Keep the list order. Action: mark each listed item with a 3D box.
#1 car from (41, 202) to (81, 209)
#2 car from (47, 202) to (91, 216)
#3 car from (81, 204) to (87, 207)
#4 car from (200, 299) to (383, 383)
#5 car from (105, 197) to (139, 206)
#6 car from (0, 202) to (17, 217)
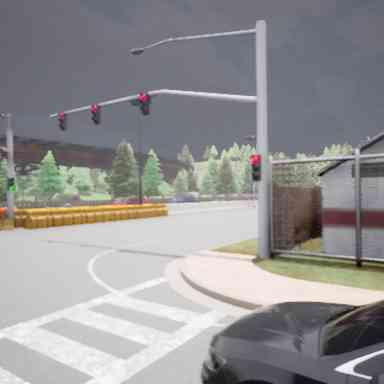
[{"bbox_3d":[-12.299,1.900,29.079,1.994,1.385,4.181,-1,0,33],"label":"car"},{"bbox_3d":[-14.259,1.951,38.736,1.812,1.442,4.674,-1,0,34],"label":"car"},{"bbox_3d":[-13.322,1.982,33.857,1.895,1.301,4.718,-1,-1,34],"label":"car"},{"bbox_3d":[2.315,1.499,2.387,4.892,1.490,1.837,0,0,36],"label":"car"},{"bbox_3d":[-7.165,1.560,36.791,2.150,2.045,5.566,-1,-1,34],"label":"car"},{"bbox_3d":[-19.097,1.775,31.517,2.097,1.767,4.553,-1,-1,34],"label":"car"}]
